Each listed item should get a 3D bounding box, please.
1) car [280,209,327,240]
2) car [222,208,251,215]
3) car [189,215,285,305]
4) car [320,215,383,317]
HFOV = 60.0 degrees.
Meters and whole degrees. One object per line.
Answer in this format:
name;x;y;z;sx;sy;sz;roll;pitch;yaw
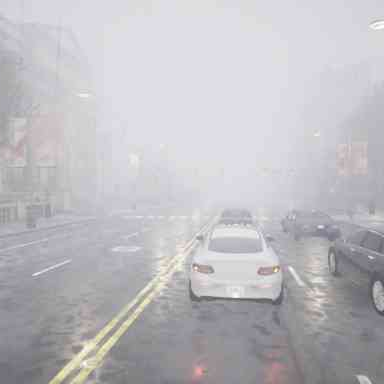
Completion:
car;5.784;1.548;16.792;2.033;1.411;5.357;0;0;6
car;2.348;1.548;17.673;2.033;1.411;5.357;0;0;8
car;1.035;1.526;8.036;1.812;1.442;4.674;0;0;7
car;4.469;1.505;7.326;1.837;1.490;4.892;0;0;7
